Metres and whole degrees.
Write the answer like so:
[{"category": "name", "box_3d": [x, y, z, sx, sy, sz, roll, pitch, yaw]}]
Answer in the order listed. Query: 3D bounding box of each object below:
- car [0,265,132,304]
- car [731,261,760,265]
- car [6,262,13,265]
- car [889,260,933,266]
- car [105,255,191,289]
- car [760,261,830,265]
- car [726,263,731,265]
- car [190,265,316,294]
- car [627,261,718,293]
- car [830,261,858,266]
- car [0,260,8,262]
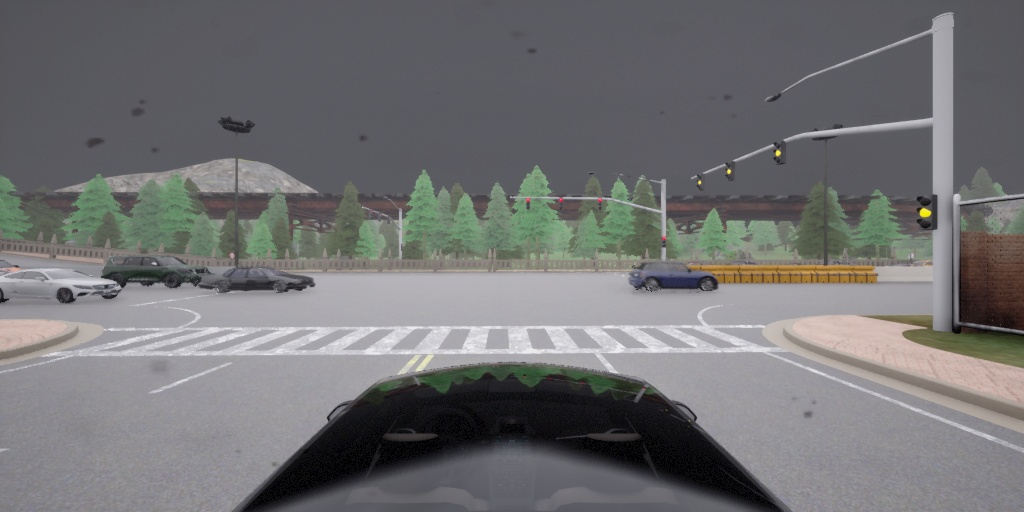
[{"category": "car", "box_3d": [-20.273, 1.275, 15.882, 4.674, 1.442, 1.812, 0, 0, 0]}, {"category": "car", "box_3d": [24.540, 1.241, 38.552, 4.902, 1.511, 2.128, 0, 0, -2]}, {"category": "car", "box_3d": [-28.644, 1.216, 19.178, 4.902, 1.511, 2.128, 1, 0, -2]}, {"category": "car", "box_3d": [34.808, 1.314, 31.865, 4.181, 1.385, 1.994, 0, 0, -2]}, {"category": "car", "box_3d": [-22.588, 0.965, 22.866, 5.566, 2.045, 2.150, 0, 0, -2]}, {"category": "car", "box_3d": [24.863, 1.314, 31.559, 4.181, 1.385, 1.994, 0, 0, -2]}, {"category": "car", "box_3d": [15.873, 1.228, 31.276, 5.008, 1.535, 1.882, 0, 0, -2]}, {"category": "car", "box_3d": [-13.858, 1.297, 19.639, 5.357, 1.411, 2.033, 0, 0, -2]}, {"category": "car", "box_3d": [9.121, 1.101, 20.358, 4.553, 1.767, 2.097, 0, 0, -2]}, {"category": "car", "box_3d": [34.696, 1.242, 38.866, 4.902, 1.511, 2.128, 0, 0, -2]}, {"category": "car", "box_3d": [-32.936, 0.987, 22.550, 4.553, 1.767, 2.097, 2, 0, -2]}]
